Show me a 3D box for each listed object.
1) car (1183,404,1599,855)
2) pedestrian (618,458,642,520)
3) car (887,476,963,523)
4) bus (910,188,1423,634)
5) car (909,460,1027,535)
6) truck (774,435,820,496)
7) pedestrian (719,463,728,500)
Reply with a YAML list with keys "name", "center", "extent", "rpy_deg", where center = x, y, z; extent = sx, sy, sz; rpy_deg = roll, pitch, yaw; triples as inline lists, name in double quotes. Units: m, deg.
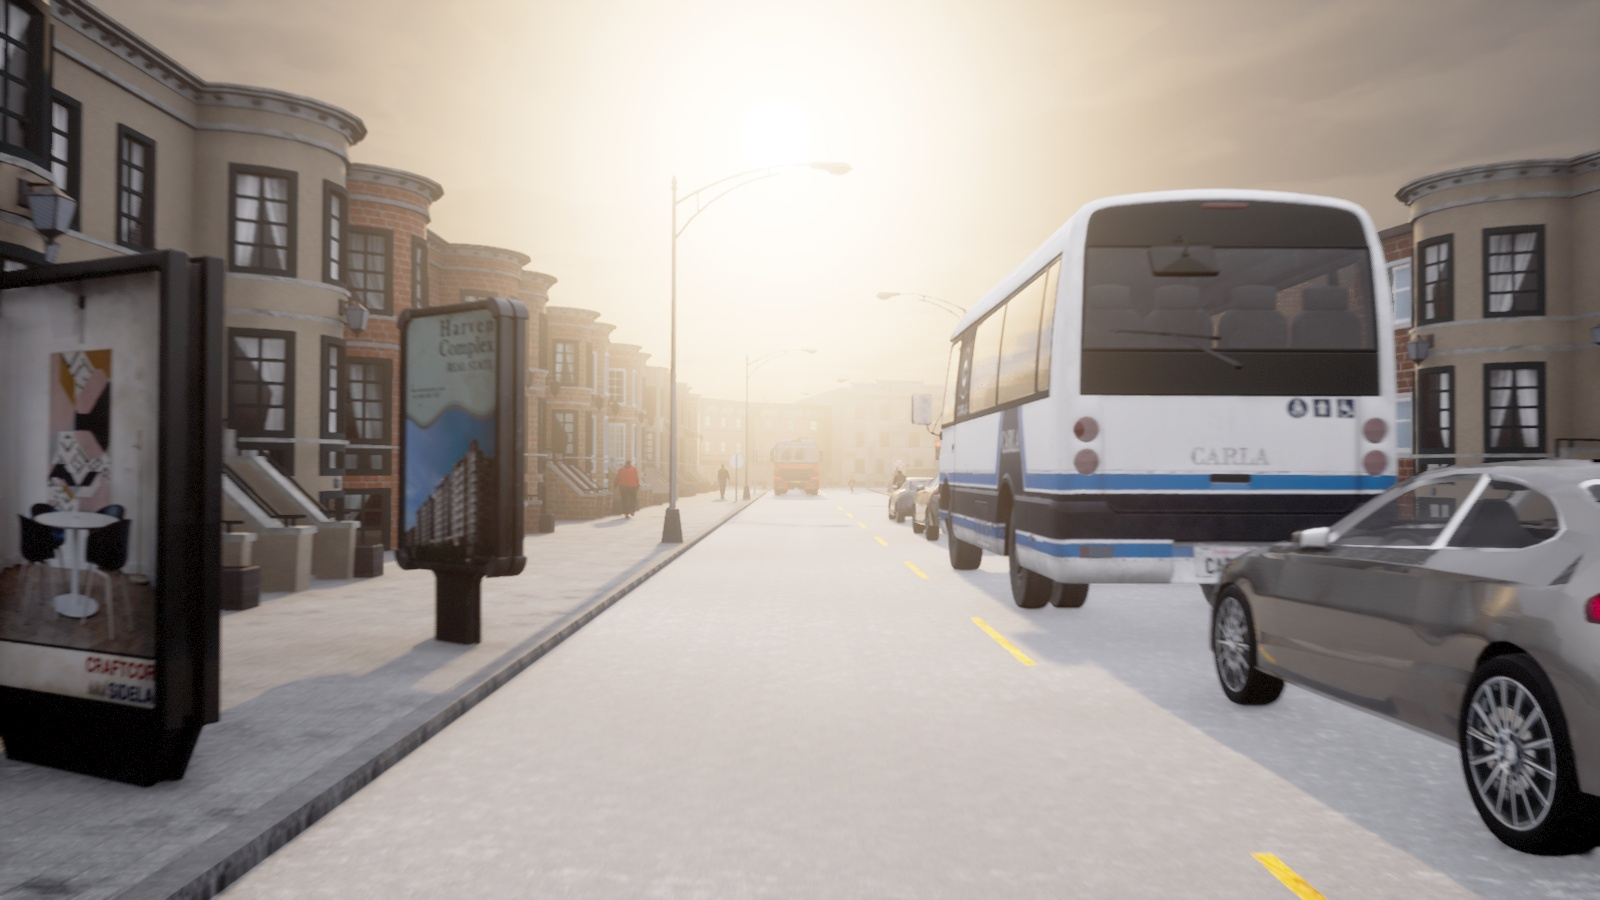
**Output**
- name: "car"
  center: [3.983, 0.694, 6.939]
  extent: [2.152, 1.651, 5.027]
  rpy_deg: [0, -1, 0]
- name: "pedestrian"
  center: [-5.190, 1.183, 38.360]
  extent: [0.634, 1.844, 0.899]
  rpy_deg: [0, -1, 0]
- name: "car"
  center: [3.902, 1.530, 39.900]
  extent: [1.994, 1.385, 4.181]
  rpy_deg: [0, -1, 0]
- name: "bus"
  center: [3.952, -0.291, 17.145]
  extent: [3.944, 4.253, 10.273]
  rpy_deg: [0, -1, 0]
- name: "car"
  center: [3.924, 1.083, 30.216]
  extent: [2.152, 1.651, 5.027]
  rpy_deg: [0, -1, 0]
- name: "truck"
  center: [-0.230, 1.047, 83.471]
  extent: [2.891, 3.827, 8.468]
  rpy_deg: [0, -1, 0]
- name: "pedestrian"
  center: [-3.958, 1.621, 64.649]
  extent: [0.376, 1.854, 0.720]
  rpy_deg: [0, -1, 3]
